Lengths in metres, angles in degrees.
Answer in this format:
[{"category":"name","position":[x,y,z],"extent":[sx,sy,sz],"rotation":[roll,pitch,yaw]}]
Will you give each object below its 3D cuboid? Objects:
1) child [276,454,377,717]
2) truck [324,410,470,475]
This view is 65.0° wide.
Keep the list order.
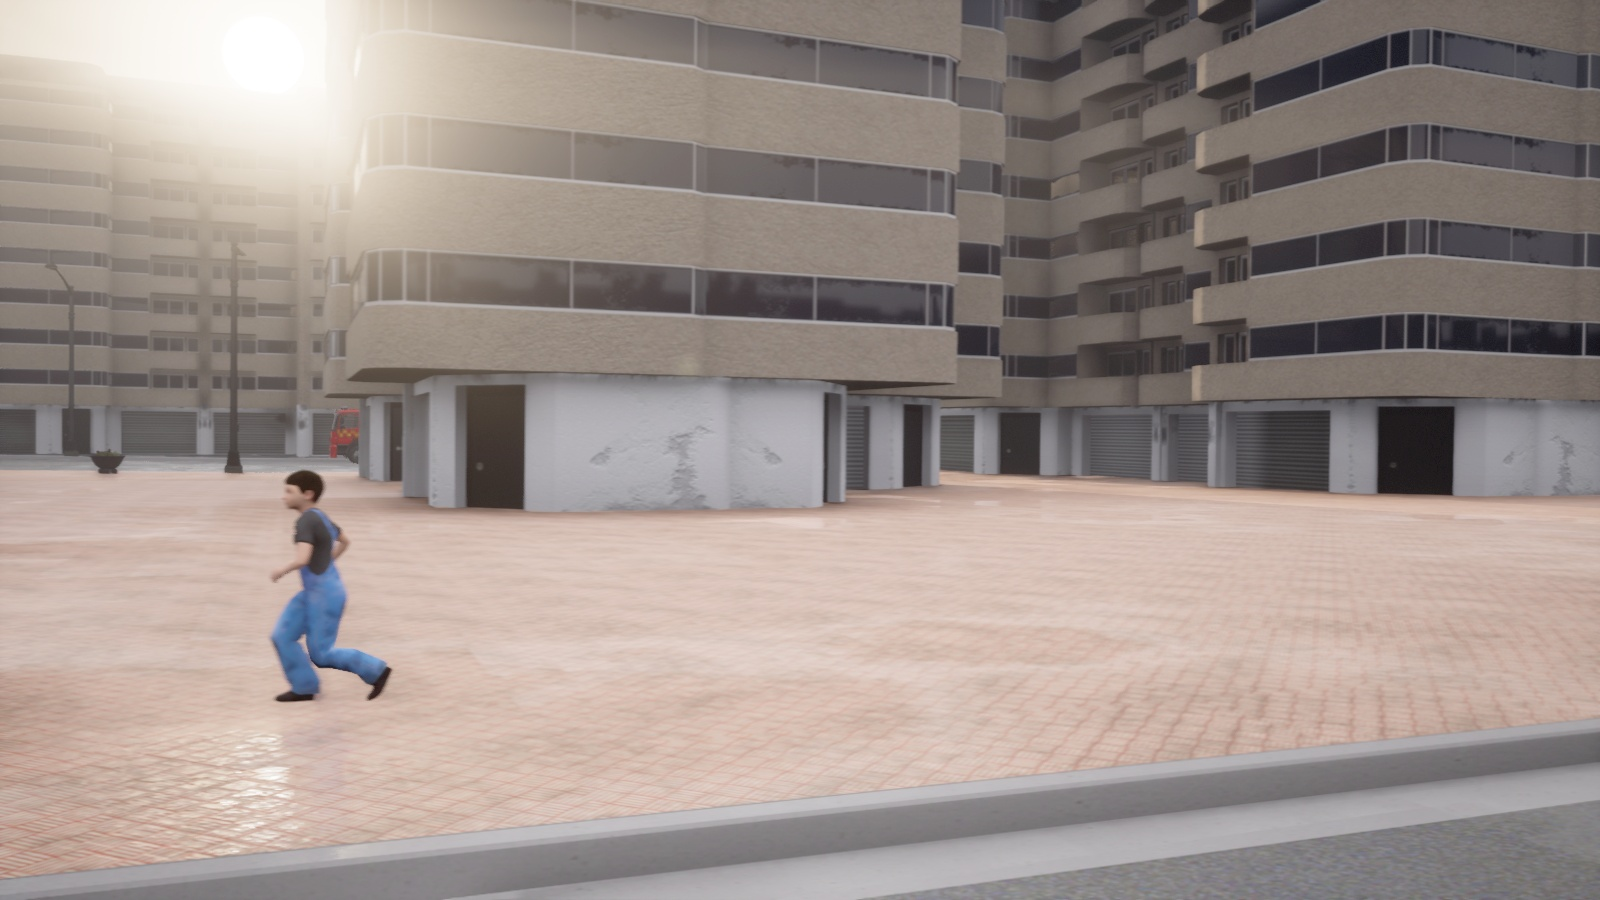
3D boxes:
[{"category":"child","position":[-2.372,0.658,6.287],"extent":[0.437,1.263,0.270],"rotation":[-1,1,-24]},{"category":"truck","position":[-25.250,-0.519,78.692],"extent":[8.468,3.827,2.891],"rotation":[-1,1,-22]}]
